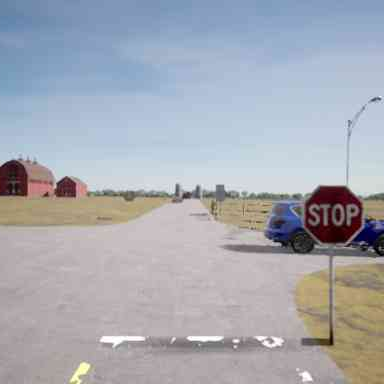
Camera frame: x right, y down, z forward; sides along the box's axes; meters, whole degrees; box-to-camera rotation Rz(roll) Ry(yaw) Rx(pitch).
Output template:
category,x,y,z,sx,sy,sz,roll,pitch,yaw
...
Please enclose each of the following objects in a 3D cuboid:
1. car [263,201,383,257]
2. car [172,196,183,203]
category,x,y,z,sx,sy,sz,roll,pitch,yaw
car,5.840,1.489,13.930,5.566,2.045,2.150,2,-1,0
car,-2.782,1.459,65.770,1.994,1.385,4.181,0,0,0
